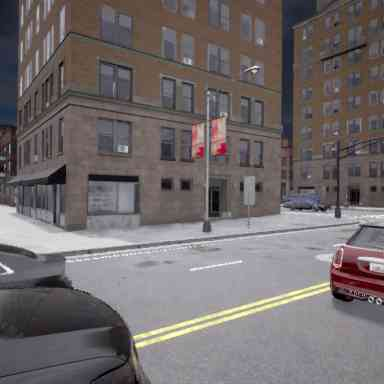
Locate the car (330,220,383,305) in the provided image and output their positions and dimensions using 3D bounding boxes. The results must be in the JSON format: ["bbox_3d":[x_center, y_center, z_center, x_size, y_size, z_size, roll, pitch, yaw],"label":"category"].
[{"bbox_3d":[4.991,1.355,7.085,4.553,1.767,2.097,0,0,-36],"label":"car"}]

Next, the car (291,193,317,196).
[{"bbox_3d":[14.863,1.212,46.114,2.150,2.045,5.566,1,0,-36],"label":"car"}]

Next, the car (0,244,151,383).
[{"bbox_3d":[-2.828,1.221,1.419,5.566,2.045,2.150,0,0,-36],"label":"car"}]

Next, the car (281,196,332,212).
[{"bbox_3d":[12.877,1.469,37.443,2.033,1.411,5.357,1,0,-36],"label":"car"}]

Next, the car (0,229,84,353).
[{"bbox_3d":[-4.253,1.505,4.645,4.892,1.490,1.837,0,0,-36],"label":"car"}]
